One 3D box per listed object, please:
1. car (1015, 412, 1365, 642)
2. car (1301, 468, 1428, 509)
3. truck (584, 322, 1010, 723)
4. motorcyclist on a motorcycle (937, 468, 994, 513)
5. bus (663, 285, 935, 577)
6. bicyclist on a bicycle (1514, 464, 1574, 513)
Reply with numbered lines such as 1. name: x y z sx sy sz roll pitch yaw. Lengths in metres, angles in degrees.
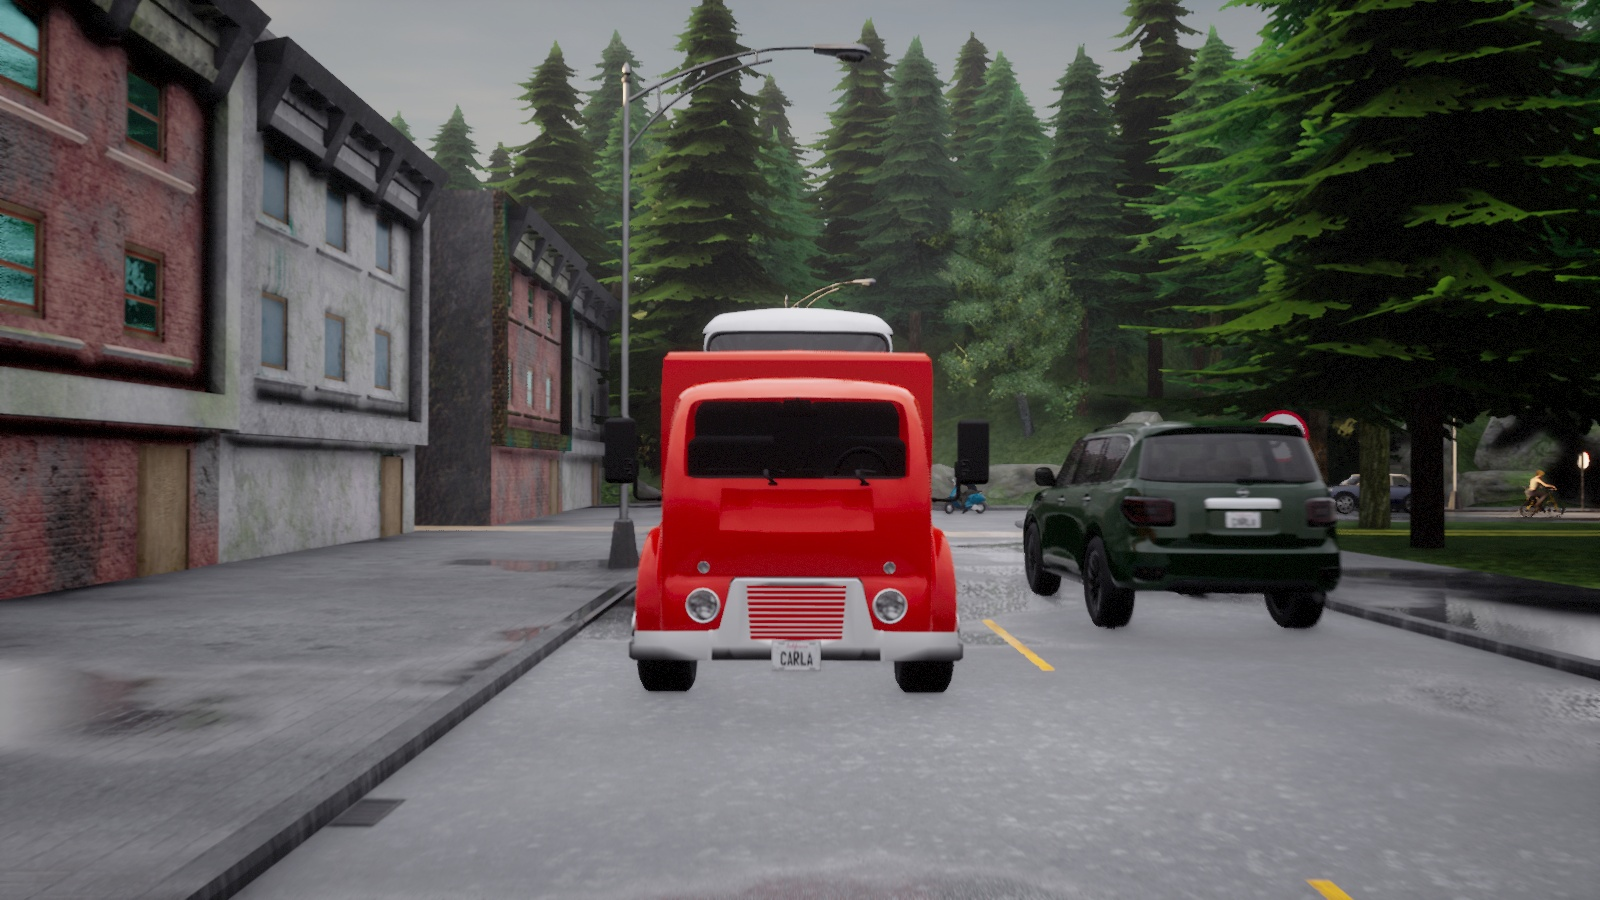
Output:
1. car: 3.965 0.728 14.022 2.150 2.045 5.566 0 -1 0
2. car: 20.814 1.399 46.402 3.806 1.475 1.970 0 -1 0
3. truck: -0.028 0.483 10.368 2.627 2.467 5.204 0 -1 0
4. motorcyclist on a motorcycle: 5.866 1.419 44.403 1.817 1.590 0.866 0 -1 -27
5. bus: -0.094 -0.208 23.439 3.944 4.253 10.273 0 -1 -1
6. bicyclist on a bicycle: 25.129 1.293 42.437 1.509 1.612 0.866 0 -1 -1
